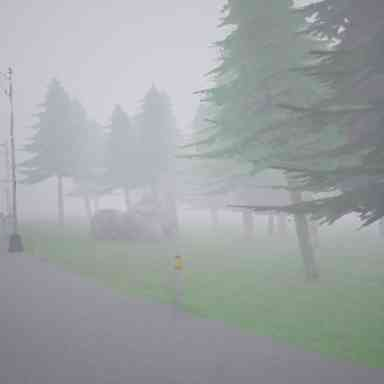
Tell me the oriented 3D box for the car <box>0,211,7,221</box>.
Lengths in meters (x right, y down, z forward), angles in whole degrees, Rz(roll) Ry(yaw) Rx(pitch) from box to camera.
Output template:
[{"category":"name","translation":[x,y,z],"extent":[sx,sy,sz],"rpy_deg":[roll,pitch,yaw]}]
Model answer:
[{"category":"car","translation":[-22.127,2.586,36.536],"extent":[2.128,1.511,4.902],"rpy_deg":[-4,-2,-9]}]
